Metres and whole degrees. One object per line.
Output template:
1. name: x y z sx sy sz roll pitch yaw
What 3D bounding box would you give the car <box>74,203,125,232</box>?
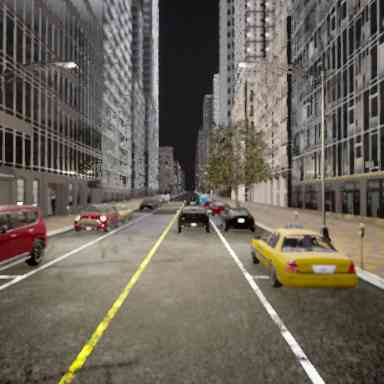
1. car: -5.684 1.477 20.311 1.967 1.590 4.097 1 0 0

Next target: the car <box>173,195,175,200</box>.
1. car: -5.693 1.636 82.741 1.947 1.339 4.313 1 0 0

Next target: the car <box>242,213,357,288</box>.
1. car: 2.697 1.544 9.114 1.752 1.417 4.829 1 0 0

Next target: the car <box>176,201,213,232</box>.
1. car: 0.098 1.542 20.630 1.837 1.490 4.892 0 0 0

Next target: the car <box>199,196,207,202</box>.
1. car: 2.688 1.652 82.714 1.802 1.307 4.206 1 0 0

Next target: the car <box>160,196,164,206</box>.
1. car: -5.688 1.612 48.688 1.887 1.381 4.507 1 0 0

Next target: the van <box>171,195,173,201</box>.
1. van: -5.689 1.413 71.390 1.690 1.788 3.998 1 0 0

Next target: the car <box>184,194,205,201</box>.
1. car: 0.095 1.414 40.201 2.097 1.767 4.553 0 0 0

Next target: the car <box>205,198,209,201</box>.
1. car: 2.693 1.640 37.317 1.802 1.307 4.206 1 0 0

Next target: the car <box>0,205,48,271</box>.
1. car: -5.682 1.333 8.961 2.192 1.841 5.009 1 0 0

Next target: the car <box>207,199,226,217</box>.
1. car: 2.694 1.597 31.644 1.887 1.381 4.507 1 0 0

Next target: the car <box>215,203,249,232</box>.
1. car: 2.695 1.603 20.294 1.947 1.339 4.313 1 0 0

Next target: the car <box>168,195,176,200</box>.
1. car: -5.693 1.609 94.092 1.887 1.381 4.507 1 0 0

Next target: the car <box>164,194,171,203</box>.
1. car: -5.689 1.512 65.715 1.967 1.590 4.097 1 0 0

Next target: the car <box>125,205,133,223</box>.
1. car: -5.686 1.569 25.817 1.752 1.417 4.829 1 0 0

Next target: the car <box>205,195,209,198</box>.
1. car: 2.693 1.612 48.665 1.887 1.381 4.507 1 0 0

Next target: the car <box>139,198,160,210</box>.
1. car: -5.688 1.629 43.013 1.947 1.339 4.313 1 0 0

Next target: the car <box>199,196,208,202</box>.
1. car: 2.689 1.622 77.039 2.008 1.369 4.403 1 0 0

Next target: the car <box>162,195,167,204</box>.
1. car: -5.689 1.621 54.365 2.008 1.369 4.403 1 0 0
